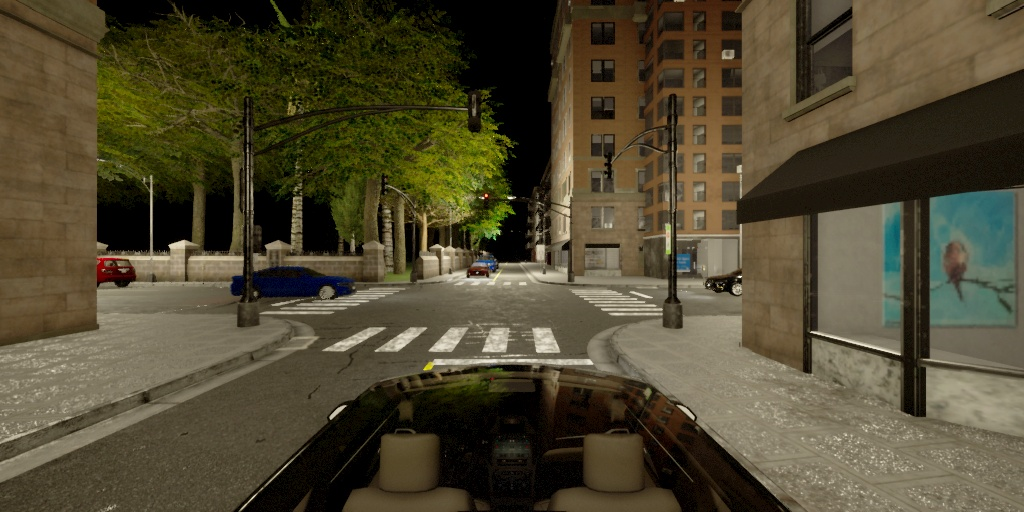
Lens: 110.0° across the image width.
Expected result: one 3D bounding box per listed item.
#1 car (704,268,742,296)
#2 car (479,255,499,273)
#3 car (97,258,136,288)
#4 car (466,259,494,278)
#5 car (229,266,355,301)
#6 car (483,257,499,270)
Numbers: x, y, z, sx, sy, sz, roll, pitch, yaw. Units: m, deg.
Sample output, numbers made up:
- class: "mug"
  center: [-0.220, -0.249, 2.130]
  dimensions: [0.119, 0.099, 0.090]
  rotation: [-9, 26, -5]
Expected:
- class: "car"
  center: [12.689, 1.270, 18.683]
  dimensions: [4.892, 1.490, 1.837]
  rotation: [0, 0, 1]
- class: "car"
  center: [-3.045, 0.933, 42.917]
  dimensions: [2.150, 2.045, 5.566]
  rotation: [0, 0, 0]
- class: "car"
  center: [-25.924, 1.035, 21.778]
  dimensions: [5.009, 1.841, 2.192]
  rotation: [0, 0, 1]
- class: "car"
  center: [-3.056, 1.293, 33.608]
  dimensions: [1.994, 1.385, 4.181]
  rotation: [0, 0, 0]
- class: "car"
  center: [-9.950, 1.219, 16.532]
  dimensions: [5.008, 1.535, 1.882]
  rotation: [0, 0, -9]
- class: "car"
  center: [-3.022, 1.045, 52.979]
  dimensions: [2.097, 1.767, 4.553]
  rotation: [0, 0, 0]
